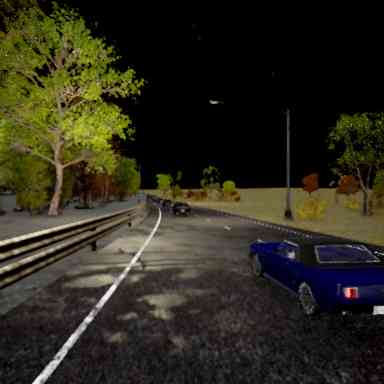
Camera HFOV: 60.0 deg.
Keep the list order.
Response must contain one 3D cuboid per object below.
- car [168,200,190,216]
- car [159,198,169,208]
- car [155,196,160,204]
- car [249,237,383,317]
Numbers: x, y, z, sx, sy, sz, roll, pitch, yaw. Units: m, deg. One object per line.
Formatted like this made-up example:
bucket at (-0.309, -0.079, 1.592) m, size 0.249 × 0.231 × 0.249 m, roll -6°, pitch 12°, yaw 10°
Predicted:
car at (-1.343, 1.897, 38.186) m, size 1.882 × 1.535 × 5.008 m, roll 0°, pitch -1°, yaw -8°
car at (-4.638, 2.168, 61.961) m, size 1.837 × 1.490 × 4.892 m, roll 0°, pitch -1°, yaw -8°
car at (-7.938, 2.364, 86.022) m, size 1.812 × 1.442 × 4.674 m, roll 0°, pitch -1°, yaw -8°
car at (2.857, 1.699, 7.733) m, size 1.895 × 1.301 × 4.718 m, roll 0°, pitch -1°, yaw -8°
